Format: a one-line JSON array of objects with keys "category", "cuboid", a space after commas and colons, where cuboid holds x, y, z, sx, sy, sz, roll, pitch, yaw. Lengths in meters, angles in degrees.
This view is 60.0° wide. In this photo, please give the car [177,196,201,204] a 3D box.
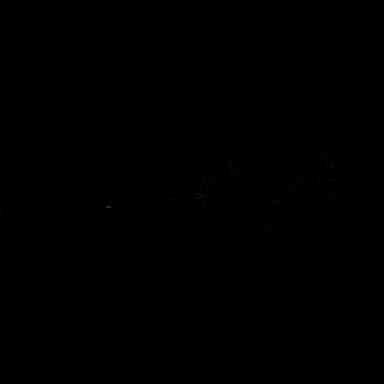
[{"category": "car", "cuboid": [-0.534, 1.616, 65.715, 2.128, 1.511, 4.902, 0, -1, 36]}]

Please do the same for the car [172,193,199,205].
[{"category": "car", "cuboid": [-1.150, 1.230, 58.835, 2.150, 2.045, 5.566, 0, -1, 40]}]

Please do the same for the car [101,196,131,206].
[{"category": "car", "cuboid": [-11.509, 1.388, 50.619, 1.837, 1.490, 4.892, 0, -1, 36]}]
